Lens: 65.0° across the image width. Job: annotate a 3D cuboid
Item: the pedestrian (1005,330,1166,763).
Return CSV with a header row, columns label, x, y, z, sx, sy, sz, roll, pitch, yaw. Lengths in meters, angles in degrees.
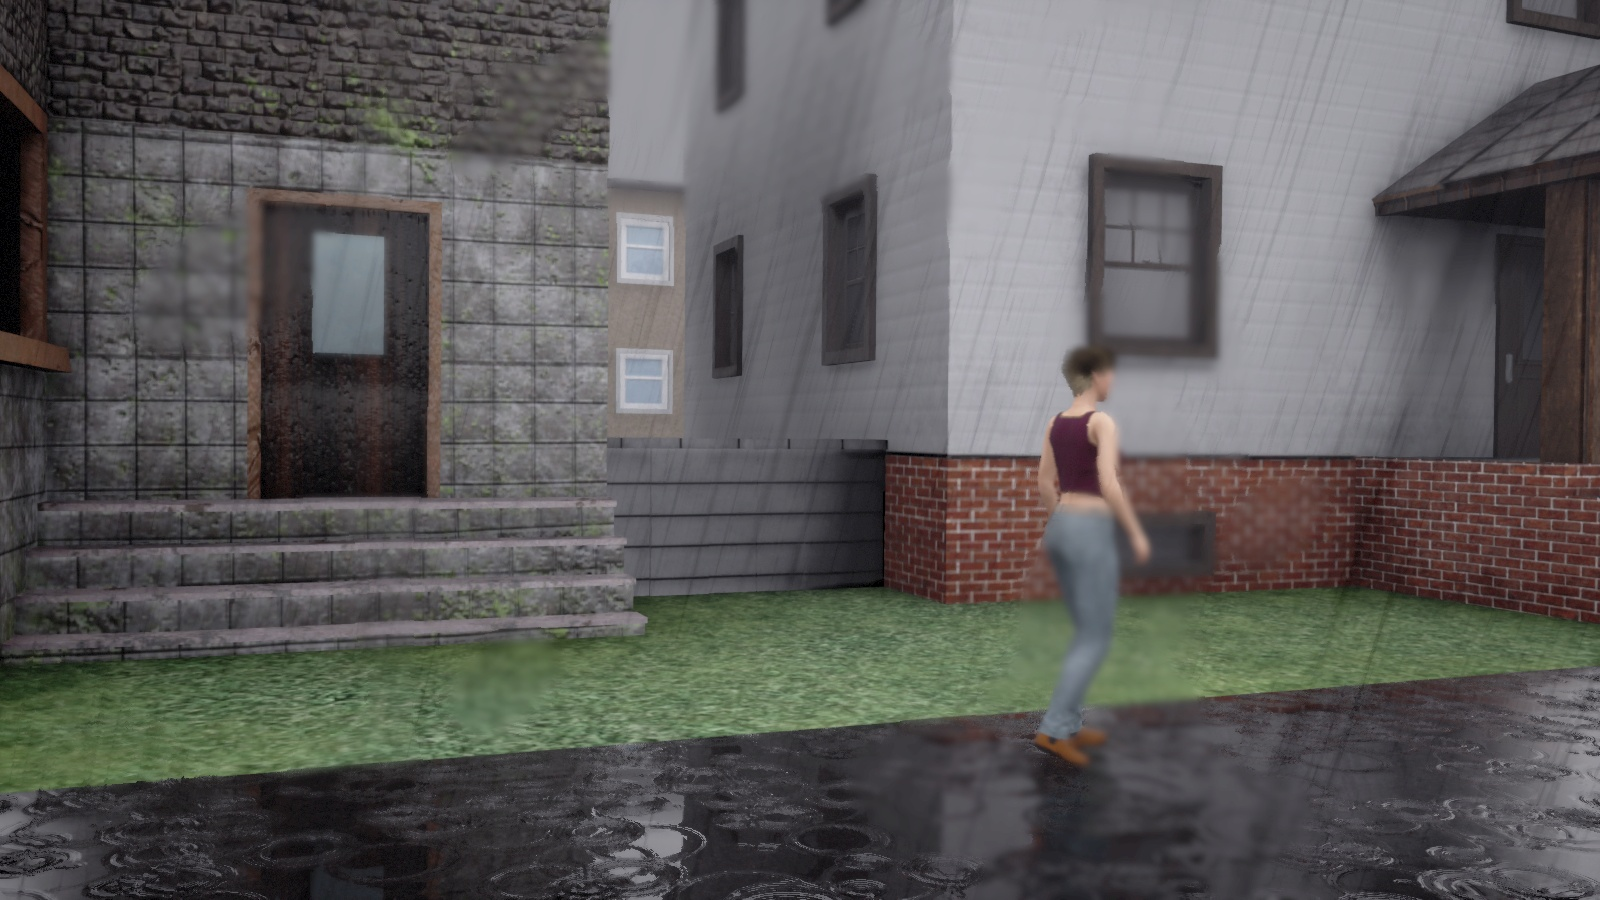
label,x,y,z,sx,sy,sz,roll,pitch,yaw
pedestrian,1.268,0.403,5.585,0.594,1.836,0.345,-1,1,-21
